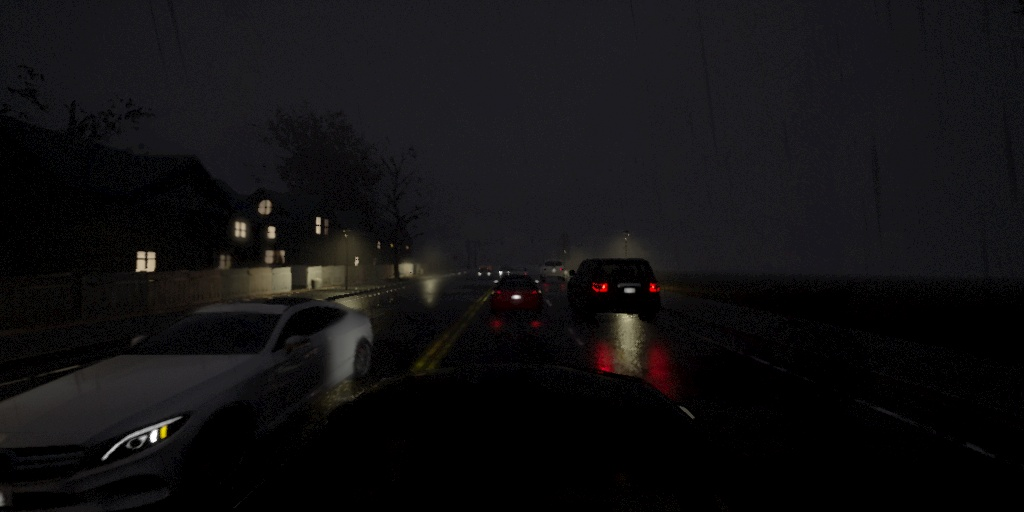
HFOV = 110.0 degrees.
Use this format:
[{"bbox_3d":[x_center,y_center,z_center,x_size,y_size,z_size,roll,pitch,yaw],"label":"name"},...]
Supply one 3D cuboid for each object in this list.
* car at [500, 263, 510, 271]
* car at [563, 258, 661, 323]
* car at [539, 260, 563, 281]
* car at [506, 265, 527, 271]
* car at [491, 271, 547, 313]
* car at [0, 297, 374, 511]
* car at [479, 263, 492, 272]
[{"bbox_3d":[-1.154,2.087,64.963,1.837,1.490,4.892,0,-1,4],"label":"car"},{"bbox_3d":[3.405,1.109,12.955,2.150,2.045,5.566,0,-1,1],"label":"car"},{"bbox_3d":[3.949,1.400,35.599,2.150,2.045,5.566,0,0,2],"label":"car"},{"bbox_3d":[0.718,1.787,36.205,1.895,1.301,4.718,0,-1,2],"label":"car"},{"bbox_3d":[0.189,1.476,14.872,1.994,1.385,4.181,0,-1,1],"label":"car"},{"bbox_3d":[-3.342,1.311,4.634,1.812,1.442,4.674,0,-1,0],"label":"car"},{"bbox_3d":[-4.590,2.027,62.558,1.882,1.535,5.008,0,-1,4],"label":"car"}]
